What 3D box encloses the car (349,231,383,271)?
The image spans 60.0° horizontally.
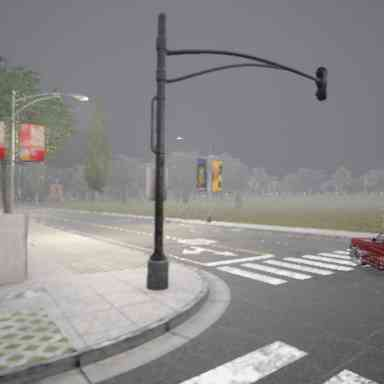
[{"bbox_3d":[6.043,1.688,9.168,1.895,1.301,4.718,0,-2,6],"label":"car"}]
